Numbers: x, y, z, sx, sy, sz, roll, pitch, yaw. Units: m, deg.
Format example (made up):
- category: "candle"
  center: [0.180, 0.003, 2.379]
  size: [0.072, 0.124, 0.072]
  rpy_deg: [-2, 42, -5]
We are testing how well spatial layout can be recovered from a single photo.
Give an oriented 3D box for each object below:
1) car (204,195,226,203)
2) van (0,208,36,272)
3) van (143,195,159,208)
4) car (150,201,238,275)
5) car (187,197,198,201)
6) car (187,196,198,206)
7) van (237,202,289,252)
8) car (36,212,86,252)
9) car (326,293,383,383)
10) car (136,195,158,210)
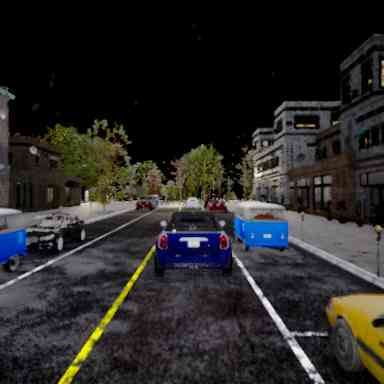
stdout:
- category: "car"
  center: [2.690, 1.421, 35.872]
  size: [1.967, 1.590, 4.097]
  rpy_deg: [1, 0, 0]
- category: "van"
  center: [-5.681, 1.339, 8.140]
  size: [1.690, 1.788, 3.998]
  rpy_deg: [1, 0, 0]
- category: "van"
  center: [-5.704, 1.311, 46.942]
  size: [1.690, 1.788, 3.998]
  rpy_deg: [1, 0, 0]
- category: "car"
  center: [0.029, 1.349, 10.621]
  size: [2.097, 1.767, 4.553]
  rpy_deg: [0, 0, 0]
- category: "car"
  center: [0.087, 1.501, 41.946]
  size: [1.812, 1.442, 4.674]
  rpy_deg: [0, 0, 0]
- category: "car"
  center: [0.084, 1.486, 55.884]
  size: [1.812, 1.442, 4.674]
  rpy_deg: [0, 0, 0]
- category: "van"
  center: [2.697, 1.336, 13.700]
  size: [1.690, 1.788, 3.998]
  rpy_deg: [1, 0, 0]
- category: "car"
  center: [-5.686, 1.546, 13.684]
  size: [2.008, 1.369, 4.403]
  rpy_deg: [1, 0, 0]
- category: "car"
  center: [2.698, 1.525, 2.783]
  size: [1.752, 1.417, 4.829]
  rpy_deg: [1, 0, 0]
- category: "car"
  center: [-5.690, 1.291, 41.400]
  size: [2.192, 1.841, 5.009]
  rpy_deg: [1, 0, 0]
